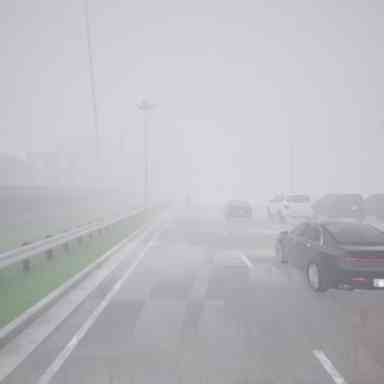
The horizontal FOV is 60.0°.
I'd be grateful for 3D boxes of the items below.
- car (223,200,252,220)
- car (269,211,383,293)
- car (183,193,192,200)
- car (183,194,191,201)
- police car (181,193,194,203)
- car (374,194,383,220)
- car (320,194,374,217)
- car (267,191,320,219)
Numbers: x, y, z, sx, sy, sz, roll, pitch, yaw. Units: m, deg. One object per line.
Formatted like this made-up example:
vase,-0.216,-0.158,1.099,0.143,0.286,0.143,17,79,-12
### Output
car,3.596,1.371,26.787,1.882,1.535,5.008,0,0,0
car,3.599,1.469,8.739,1.837,1.490,4.892,0,0,0
car,-1.059,1.037,79.663,2.097,1.767,4.553,0,0,0
car,-1.058,1.215,73.694,1.837,1.490,4.892,0,0,0
police car,-1.057,1.174,63.804,1.930,1.638,5.238,0,0,0
car,14.096,1.124,24.415,2.150,2.045,5.566,0,0,0
car,10.598,1.124,24.420,2.150,2.045,5.566,0,0,0
car,7.097,1.124,24.414,2.150,2.045,5.566,0,0,0
